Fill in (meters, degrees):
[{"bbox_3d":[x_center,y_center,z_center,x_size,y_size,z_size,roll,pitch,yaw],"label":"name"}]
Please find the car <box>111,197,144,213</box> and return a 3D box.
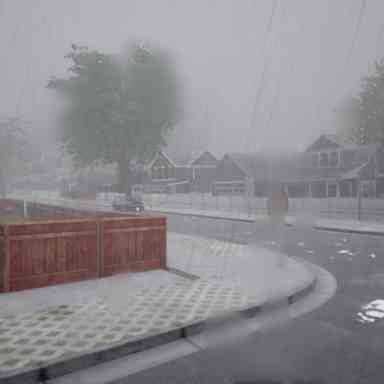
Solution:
[{"bbox_3d":[-6.487,1.291,33.018,1.837,1.490,4.892,-2,2,-35],"label":"car"}]
